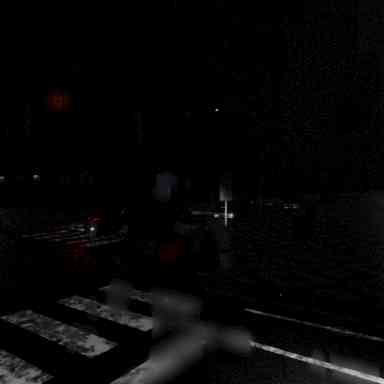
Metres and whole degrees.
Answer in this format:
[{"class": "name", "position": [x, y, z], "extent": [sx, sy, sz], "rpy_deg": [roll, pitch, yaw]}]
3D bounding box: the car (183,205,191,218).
[{"class": "car", "position": [-2.259, 1.283, 22.504], "extent": [2.033, 1.411, 5.357], "rpy_deg": [0, 1, 38]}]

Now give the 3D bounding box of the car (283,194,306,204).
[{"class": "car", "position": [13.907, 0.929, 45.125], "extent": [1.994, 1.385, 4.181], "rpy_deg": [0, 1, 36]}]

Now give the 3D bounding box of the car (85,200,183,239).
[{"class": "car", "position": [-2.873, 1.326, 16.455], "extent": [1.837, 1.490, 4.892], "rpy_deg": [1, 2, 39]}]

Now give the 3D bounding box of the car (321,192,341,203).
[{"class": "car", "position": [20.485, 0.764, 48.896], "extent": [1.882, 1.535, 5.008], "rpy_deg": [0, 1, 36]}]

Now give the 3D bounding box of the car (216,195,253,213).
[{"class": "car", "position": [4.057, 1.093, 31.401], "extent": [1.837, 1.490, 4.892], "rpy_deg": [0, 1, 36]}]
